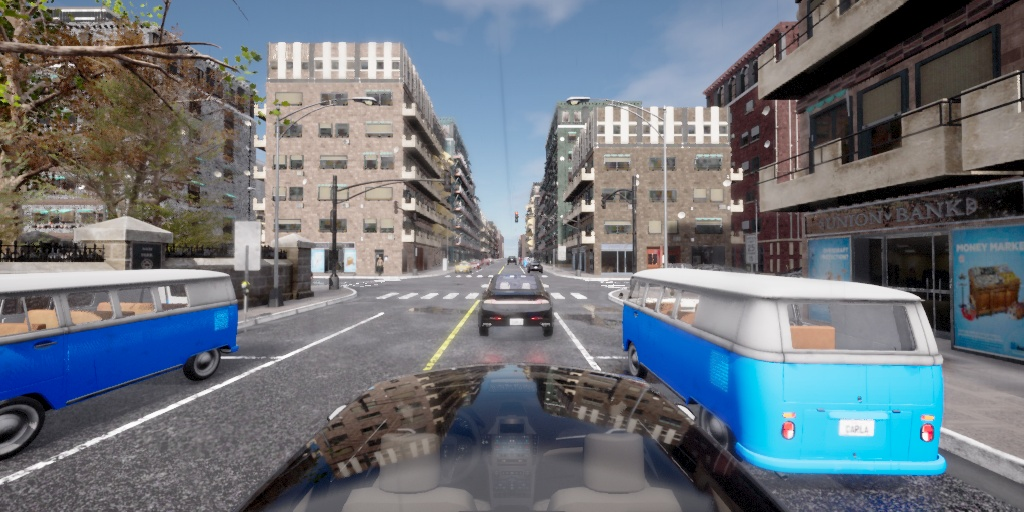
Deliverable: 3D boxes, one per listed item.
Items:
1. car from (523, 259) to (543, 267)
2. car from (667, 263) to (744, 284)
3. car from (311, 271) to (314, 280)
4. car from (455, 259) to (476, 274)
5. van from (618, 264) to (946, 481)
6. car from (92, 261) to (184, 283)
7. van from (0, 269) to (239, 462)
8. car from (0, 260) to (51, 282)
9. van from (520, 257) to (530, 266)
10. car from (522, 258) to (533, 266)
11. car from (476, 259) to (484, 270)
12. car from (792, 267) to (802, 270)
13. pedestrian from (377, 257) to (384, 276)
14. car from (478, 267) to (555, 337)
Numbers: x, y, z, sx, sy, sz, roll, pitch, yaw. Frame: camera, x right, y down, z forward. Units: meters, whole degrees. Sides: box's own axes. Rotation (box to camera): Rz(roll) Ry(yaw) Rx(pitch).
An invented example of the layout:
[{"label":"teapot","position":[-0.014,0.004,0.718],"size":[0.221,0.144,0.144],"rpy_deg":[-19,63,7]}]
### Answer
[{"label":"car","position":[2.694,1.331,42.571],"size":[1.948,1.339,4.313],"rpy_deg":[0,0,0]},{"label":"car","position":[15.093,1.358,28.145],"size":[5.008,1.535,1.882],"rpy_deg":[0,-1,1]},{"label":"car","position":[-16.586,1.000,25.322],"size":[4.553,1.767,2.097],"rpy_deg":[0,-1,1]},{"label":"car","position":[-5.687,1.291,42.401],"size":[1.751,1.417,4.829],"rpy_deg":[0,0,0]},{"label":"van","position":[2.659,1.092,4.625],"size":[1.690,1.789,3.998],"rpy_deg":[0,0,0]},{"label":"car","position":[-26.412,1.120,25.438],"size":[4.674,1.442,1.812],"rpy_deg":[0,-1,1]},{"label":"van","position":[-5.656,1.092,4.627],"size":[1.690,1.789,3.998],"rpy_deg":[0,0,0]},{"label":"car","position":[-36.511,1.045,25.566],"size":[4.892,1.490,1.837],"rpy_deg":[0,-1,1]},{"label":"van","position":[2.695,1.114,59.498],"size":[1.690,1.789,3.998],"rpy_deg":[0,0,0]},{"label":"car","position":[2.694,1.319,48.214],"size":[2.007,1.370,4.403],"rpy_deg":[0,0,0]},{"label":"car","position":[-5.687,1.210,53.857],"size":[1.967,1.591,4.097],"rpy_deg":[0,0,0]},{"label":"car","position":[24.994,1.462,28.025],"size":[4.674,1.442,1.812],"rpy_deg":[0,-1,1]},{"label":"pedestrian","position":[-12.537,0.969,34.014],"size":[0.375,1.860,0.375],"rpy_deg":[0,-1,1]},{"label":"car","position":[0.100,1.244,10.354],"size":[2.128,1.511,4.902],"rpy_deg":[0,0,0]}]
